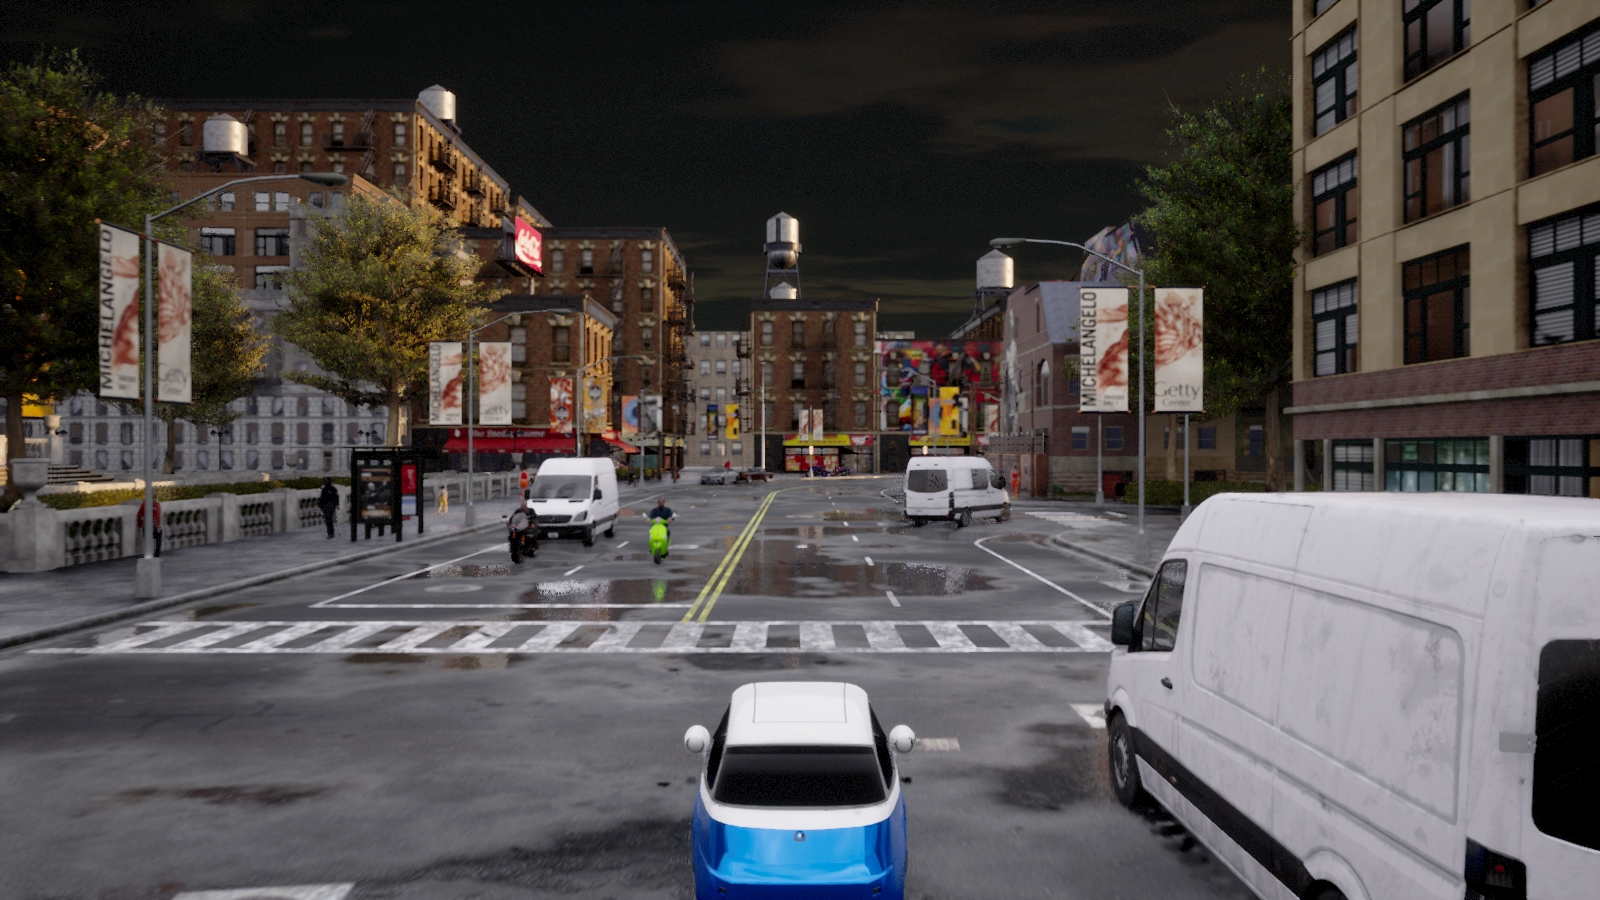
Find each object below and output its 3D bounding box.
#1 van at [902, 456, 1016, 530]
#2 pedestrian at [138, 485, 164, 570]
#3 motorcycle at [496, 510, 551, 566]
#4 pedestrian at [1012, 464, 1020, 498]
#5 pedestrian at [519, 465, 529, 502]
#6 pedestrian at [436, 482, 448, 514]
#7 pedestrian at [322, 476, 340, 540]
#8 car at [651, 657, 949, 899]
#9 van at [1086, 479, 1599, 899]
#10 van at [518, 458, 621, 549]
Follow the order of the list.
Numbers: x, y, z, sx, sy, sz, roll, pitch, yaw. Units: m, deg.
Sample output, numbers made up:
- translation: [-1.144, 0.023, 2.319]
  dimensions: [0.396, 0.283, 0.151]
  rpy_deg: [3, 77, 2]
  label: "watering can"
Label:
- translation: [6.070, 1.533, 42.929]
  dimensions: [1.988, 2.561, 5.915]
  rpy_deg: [-1, -1, 32]
  label: "van"
- translation: [-14.285, 1.696, 25.141]
  dimensions: [0.375, 1.860, 0.375]
  rpy_deg: [0, 0, -5]
  label: "pedestrian"
- translation: [-6.998, 2.205, 29.058]
  dimensions: [0.867, 1.251, 2.209]
  rpy_deg: [0, 0, 0]
  label: "motorcycle"
- translation: [11.718, 1.696, 62.085]
  dimensions: [0.375, 1.860, 0.375]
  rpy_deg: [0, 0, 0]
  label: "pedestrian"
- translation: [-13.964, 1.696, 57.745]
  dimensions: [0.375, 1.860, 0.375]
  rpy_deg: [0, 0, 8]
  label: "pedestrian"
- translation: [-14.635, 1.975, 46.721]
  dimensions: [0.375, 1.300, 0.375]
  rpy_deg: [0, 0, 4]
  label: "pedestrian"
- translation: [-13.794, 1.696, 33.591]
  dimensions: [0.375, 1.860, 0.375]
  rpy_deg: [0, 0, 3]
  label: "pedestrian"
- translation: [-0.001, 2.120, 6.785]
  dimensions: [1.481, 1.376, 2.207]
  rpy_deg: [0, 0, 0]
  label: "car"
- translation: [3.509, 1.534, 7.089]
  dimensions: [1.988, 2.561, 5.915]
  rpy_deg: [0, 0, 0]
  label: "van"
- translation: [-6.991, 1.534, 35.312]
  dimensions: [1.988, 2.561, 5.915]
  rpy_deg: [0, 0, 0]
  label: "van"
